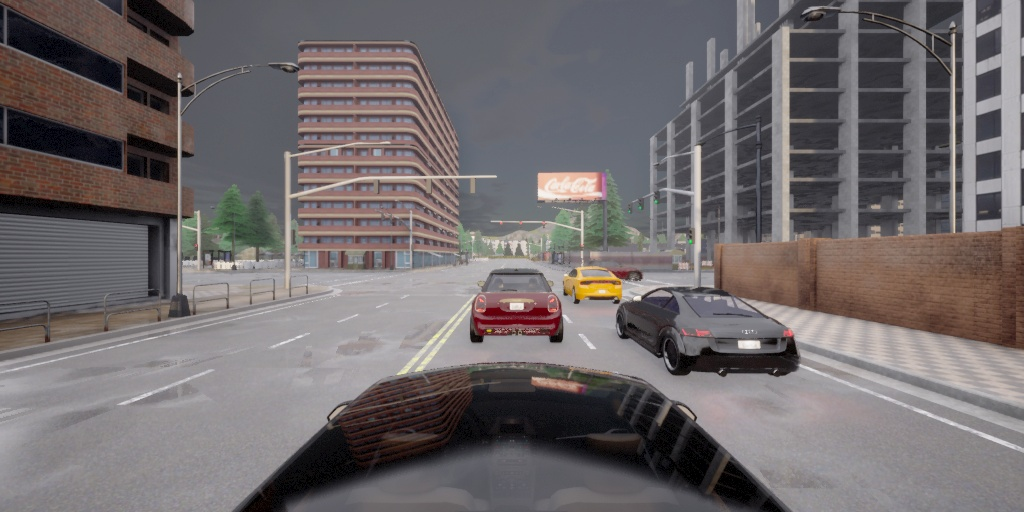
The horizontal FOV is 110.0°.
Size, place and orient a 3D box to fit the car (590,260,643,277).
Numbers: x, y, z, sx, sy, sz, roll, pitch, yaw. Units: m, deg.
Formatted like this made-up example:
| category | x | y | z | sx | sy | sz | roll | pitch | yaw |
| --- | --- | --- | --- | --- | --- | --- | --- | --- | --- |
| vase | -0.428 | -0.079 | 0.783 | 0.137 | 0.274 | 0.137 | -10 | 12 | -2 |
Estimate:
| category | x | y | z | sx | sy | sz | roll | pitch | yaw |
| --- | --- | --- | --- | --- | --- | --- | --- | --- | --- |
| car | 7.800 | 1.102 | 28.008 | 4.553 | 1.767 | 2.097 | 0 | 0 | 0 |

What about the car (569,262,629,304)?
| category | x | y | z | sx | sy | sz | roll | pitch | yaw |
| --- | --- | --- | --- | --- | --- | --- | --- | --- | --- |
| car | 3.504 | 1.228 | 16.383 | 1.882 | 1.535 | 5.008 | 0 | 0 | 0 |

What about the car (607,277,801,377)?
| category | x | y | z | sx | sy | sz | roll | pitch | yaw |
| --- | --- | --- | --- | --- | --- | --- | --- | --- | --- |
| car | 3.600 | 1.314 | 7.450 | 1.994 | 1.385 | 4.181 | 0 | 0 | 0 |

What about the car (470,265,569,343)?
| category | x | y | z | sx | sy | sz | roll | pitch | yaw |
| --- | --- | --- | --- | --- | --- | --- | --- | --- | --- |
| car | 0.103 | 1.102 | 9.855 | 2.097 | 1.767 | 4.553 | 0 | 0 | 0 |
